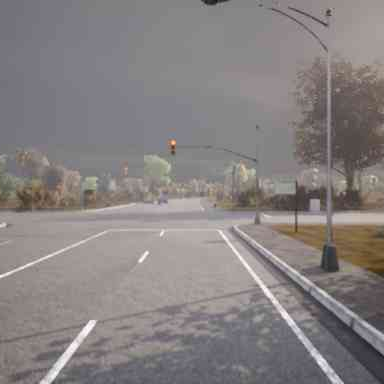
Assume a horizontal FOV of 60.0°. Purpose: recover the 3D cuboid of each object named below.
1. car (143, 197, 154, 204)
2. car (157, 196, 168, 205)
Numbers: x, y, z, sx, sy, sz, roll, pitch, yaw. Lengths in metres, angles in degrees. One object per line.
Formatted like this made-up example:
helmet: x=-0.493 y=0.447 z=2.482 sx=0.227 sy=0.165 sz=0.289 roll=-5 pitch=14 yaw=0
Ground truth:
car: x=-10.570 y=2.100 z=80.583 sx=2.097 sy=1.767 sz=4.553 roll=0 pitch=-1 yaw=0
car: x=-7.070 y=1.969 z=80.517 sx=2.150 sy=2.045 sz=5.566 roll=0 pitch=-1 yaw=0
